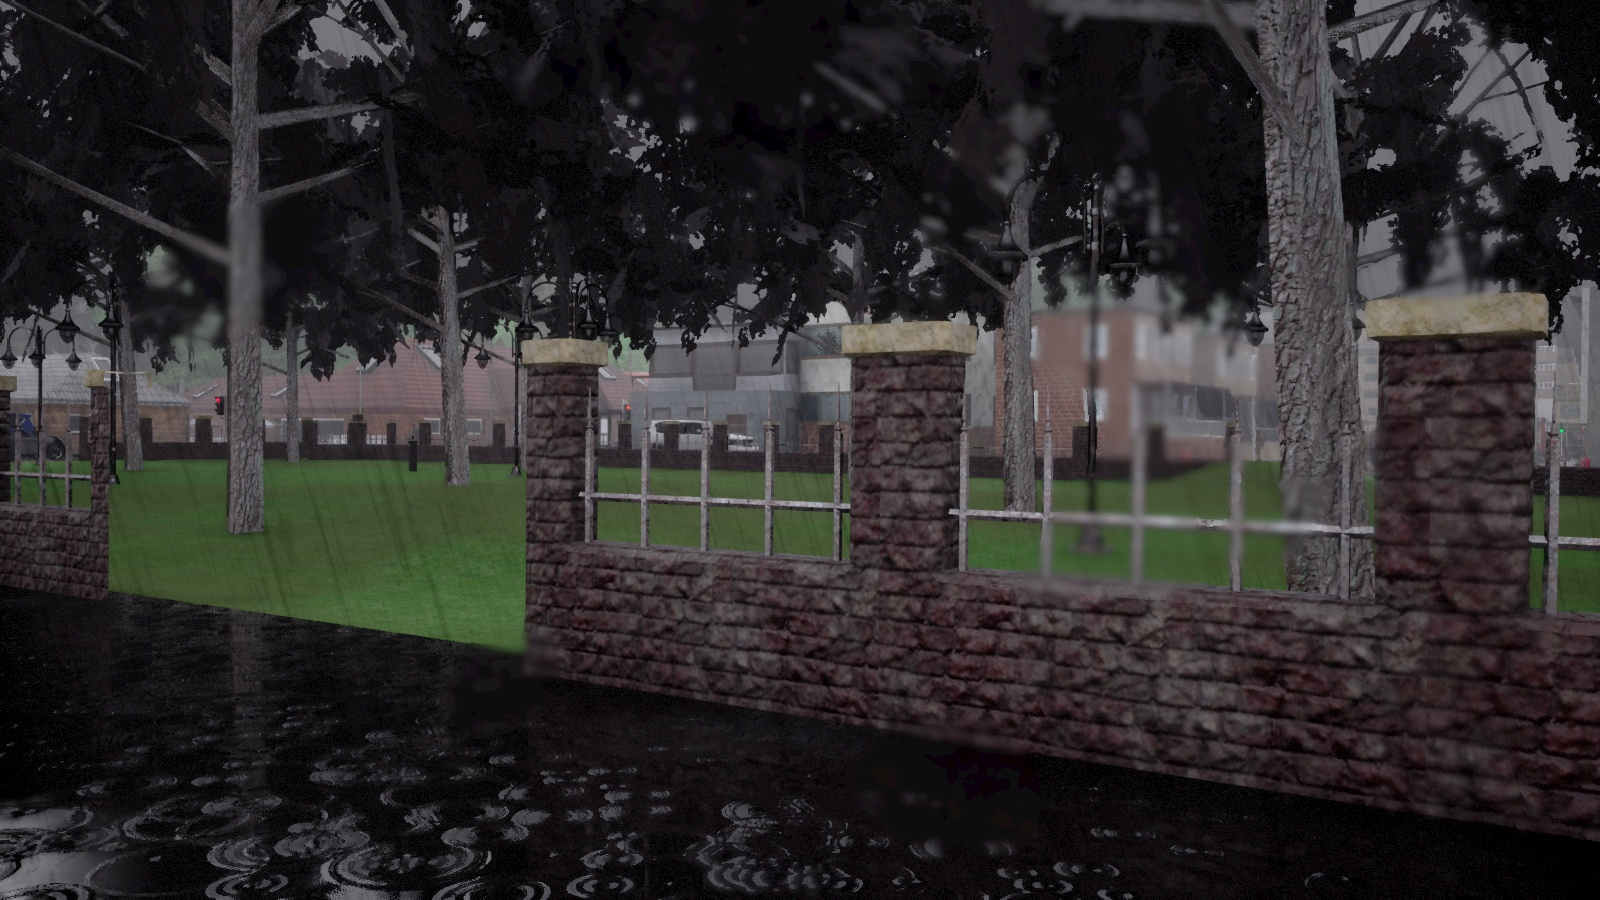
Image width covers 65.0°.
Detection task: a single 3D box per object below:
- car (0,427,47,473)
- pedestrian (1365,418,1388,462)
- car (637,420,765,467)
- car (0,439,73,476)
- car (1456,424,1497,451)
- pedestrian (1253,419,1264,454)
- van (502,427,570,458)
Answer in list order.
[{"bbox_3d":[-36.748,0.026,55.470,2.150,2.045,5.566,0,1,34],"label":"car"},{"bbox_3d":[24.091,-0.413,52.466,0.694,1.848,0.540,-1,1,-8],"label":"pedestrian"},{"bbox_3d":[-4.499,-0.284,56.793,5.566,2.045,2.150,0,1,33],"label":"car"},{"bbox_3d":[-33.263,0.317,53.399,1.845,1.501,3.633,0,1,32],"label":"car"},{"bbox_3d":[41.013,-0.780,76.073,1.851,1.617,3.988,0,1,34],"label":"car"},{"bbox_3d":[25.173,-0.728,68.955,0.396,1.930,0.692,0,1,35],"label":"pedestrian"},{"bbox_3d":[-17.640,-0.505,84.163,1.775,1.987,4.442,0,1,34],"label":"van"}]
